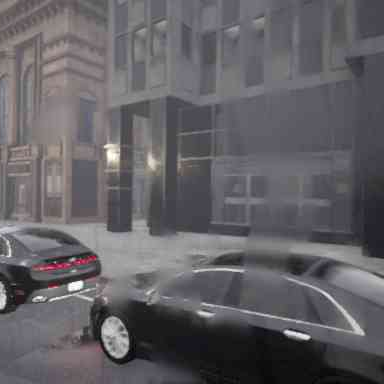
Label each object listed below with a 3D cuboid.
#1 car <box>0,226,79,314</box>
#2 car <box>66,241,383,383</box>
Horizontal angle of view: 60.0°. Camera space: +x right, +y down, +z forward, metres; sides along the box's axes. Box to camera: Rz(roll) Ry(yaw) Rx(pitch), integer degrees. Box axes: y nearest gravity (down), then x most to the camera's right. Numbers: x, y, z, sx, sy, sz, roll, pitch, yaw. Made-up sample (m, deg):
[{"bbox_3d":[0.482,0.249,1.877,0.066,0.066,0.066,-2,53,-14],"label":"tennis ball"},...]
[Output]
[{"bbox_3d":[-4.197,1.560,7.771,4.892,1.490,1.837,0,-1,35],"label":"car"},{"bbox_3d":[0.691,1.541,4.291,4.892,1.490,1.837,0,-1,35],"label":"car"}]
